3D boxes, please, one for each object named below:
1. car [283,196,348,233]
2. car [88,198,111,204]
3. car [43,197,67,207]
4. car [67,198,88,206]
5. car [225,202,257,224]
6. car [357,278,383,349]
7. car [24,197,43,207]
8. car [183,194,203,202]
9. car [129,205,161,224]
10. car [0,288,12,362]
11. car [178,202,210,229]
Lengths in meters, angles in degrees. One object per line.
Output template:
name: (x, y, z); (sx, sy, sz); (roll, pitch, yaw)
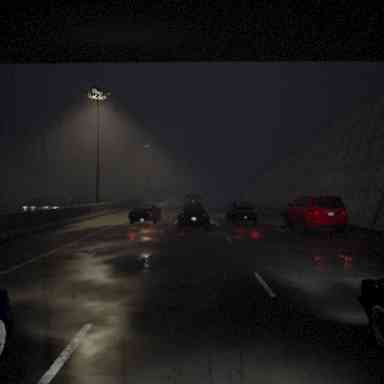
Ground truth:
car: (7.113, 1.218, 19.690); (2.150, 2.045, 5.566); (0, 0, 0)
car: (-13.976, 1.593, 51.488); (1.895, 1.301, 4.718); (0, 0, 0)
car: (-20.970, 1.518, 52.057); (1.812, 1.442, 4.674); (0, 0, 0)
car: (-17.468, 1.592, 52.218); (1.895, 1.301, 4.718); (0, 0, 0)
car: (3.617, 1.489, 24.885); (2.128, 1.511, 4.902); (0, 0, 0)
car: (3.601, 1.600, 3.245); (1.895, 1.301, 4.718); (0, 0, 0)
car: (-24.464, 1.540, 52.682); (2.033, 1.411, 5.357); (0, 0, 0)
car: (0.128, 1.214, 40.916); (2.150, 2.045, 5.566); (0, 0, 0)
car: (-3.384, 1.597, 24.813); (1.895, 1.301, 4.718); (0, 0, 0)
car: (-3.399, 1.477, 2.574); (1.882, 1.535, 5.008); (0, 0, 0)
car: (0.114, 1.560, 21.653); (1.994, 1.385, 4.181); (0, 0, 0)
